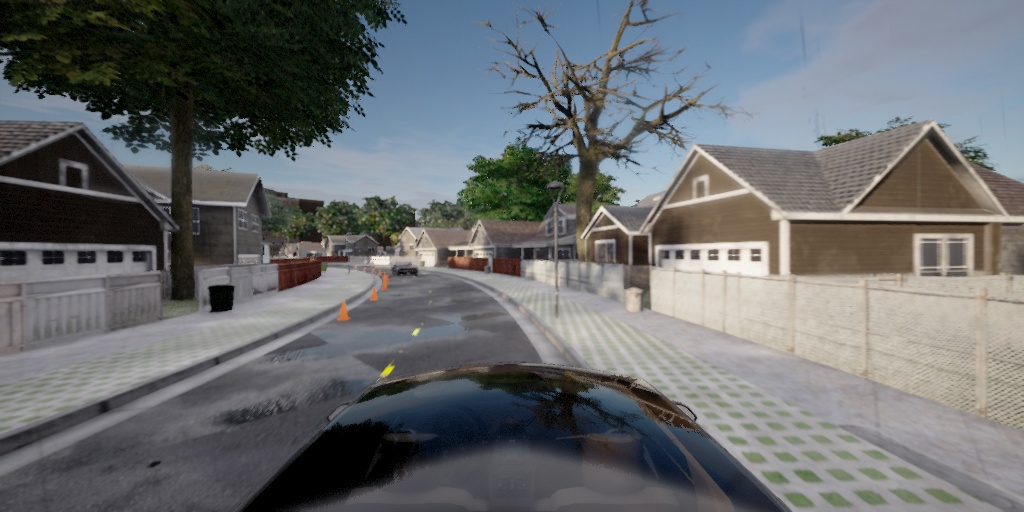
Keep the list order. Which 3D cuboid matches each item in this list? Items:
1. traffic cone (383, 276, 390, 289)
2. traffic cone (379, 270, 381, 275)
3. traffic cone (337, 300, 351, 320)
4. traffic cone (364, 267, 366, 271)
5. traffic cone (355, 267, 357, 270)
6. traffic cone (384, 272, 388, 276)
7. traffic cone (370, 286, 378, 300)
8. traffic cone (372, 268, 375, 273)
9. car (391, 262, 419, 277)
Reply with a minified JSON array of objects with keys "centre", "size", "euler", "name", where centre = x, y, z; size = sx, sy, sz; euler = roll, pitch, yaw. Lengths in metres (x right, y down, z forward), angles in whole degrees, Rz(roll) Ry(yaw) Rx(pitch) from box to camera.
[{"centre":[-7.313,1.616,20.654],"size":[0.340,0.580,0.340],"euler":[0,0,-16],"name":"traffic cone"},{"centre":[-12.574,1.549,34.186],"size":[0.340,0.580,0.340],"euler":[0,0,-27],"name":"traffic cone"},{"centre":[-5.236,1.676,11.192],"size":[0.340,0.580,0.340],"euler":[0,0,-9],"name":"traffic cone"},{"centre":[-17.434,1.521,42.566],"size":[0.340,0.580,0.340],"euler":[0,0,-34],"name":"traffic cone"},{"centre":[-20.243,1.511,46.514],"size":[0.340,0.580,0.340],"euler":[0,0,-37],"name":"traffic cone"},{"centre":[-8.786,1.590,25.270],"size":[0.340,0.580,0.340],"euler":[0,0,-19],"name":"traffic cone"},{"centre":[-6.128,1.645,15.955],"size":[0.340,0.580,0.340],"euler":[0,0,-12],"name":"traffic cone"},{"centre":[-14.874,1.534,38.451],"size":[0.340,0.580,0.340],"euler":[0,0,-30],"name":"traffic cone"},{"centre":[-9.758,1.182,32.647],"size":[1.895,1.301,4.718],"euler":[-1,1,-25],"name":"car"}]
